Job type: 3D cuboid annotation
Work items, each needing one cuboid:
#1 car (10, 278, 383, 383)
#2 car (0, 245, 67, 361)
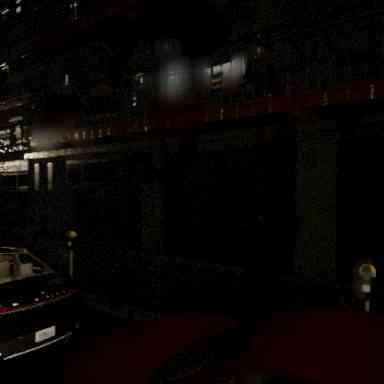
[{"bbox_3d":[0.886,1.545,2.239,4.507,1.381,1.887,0,0,36],"label":"car"},{"bbox_3d":[-3.620,1.549,5.455,4.403,1.369,2.008,0,0,36],"label":"car"}]
